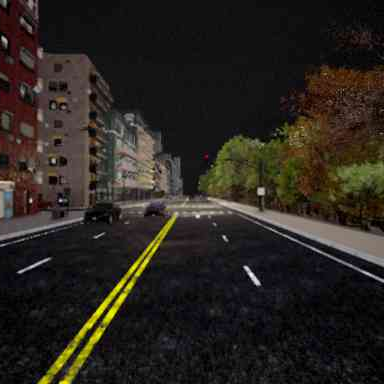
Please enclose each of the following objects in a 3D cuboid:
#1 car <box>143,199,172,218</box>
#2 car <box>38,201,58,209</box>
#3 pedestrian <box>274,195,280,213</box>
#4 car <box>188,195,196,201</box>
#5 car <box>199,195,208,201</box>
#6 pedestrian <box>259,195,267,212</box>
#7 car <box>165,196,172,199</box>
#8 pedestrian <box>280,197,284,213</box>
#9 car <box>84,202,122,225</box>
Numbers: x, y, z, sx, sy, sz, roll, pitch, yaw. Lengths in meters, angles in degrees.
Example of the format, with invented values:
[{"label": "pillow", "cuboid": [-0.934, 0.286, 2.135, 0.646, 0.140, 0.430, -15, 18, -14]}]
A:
[{"label": "car", "cuboid": [-3.294, 1.633, 31.126, 2.033, 1.411, 5.357, 0, 0, 1]}, {"label": "car", "cuboid": [-22.781, 1.988, 51.097, 4.206, 1.307, 1.802, -1, 1, -1]}, {"label": "pedestrian", "cuboid": [9.015, 1.242, 36.076, 0.375, 1.860, 0.375, 0, 0, 0]}, {"label": "car", "cuboid": [0.014, 1.785, 91.388, 2.128, 1.511, 4.902, 0, 0, 0]}, {"label": "car", "cuboid": [3.265, 1.781, 90.973, 2.128, 1.511, 4.902, 0, 0, 0]}, {"label": "pedestrian", "cuboid": [7.876, 1.245, 37.277, 0.375, 1.860, 0.375, 0, 0, 0]}, {"label": "car", "cuboid": [-6.486, 1.805, 92.241, 2.128, 1.511, 4.902, 0, 0, 0]}, {"label": "pedestrian", "cuboid": [9.922, 1.413, 36.675, 0.375, 1.860, 0.375, 0, 0, 0]}, {"label": "car", "cuboid": [-6.579, 1.545, 24.983, 1.882, 1.535, 5.008, 0, 0, 0]}]
